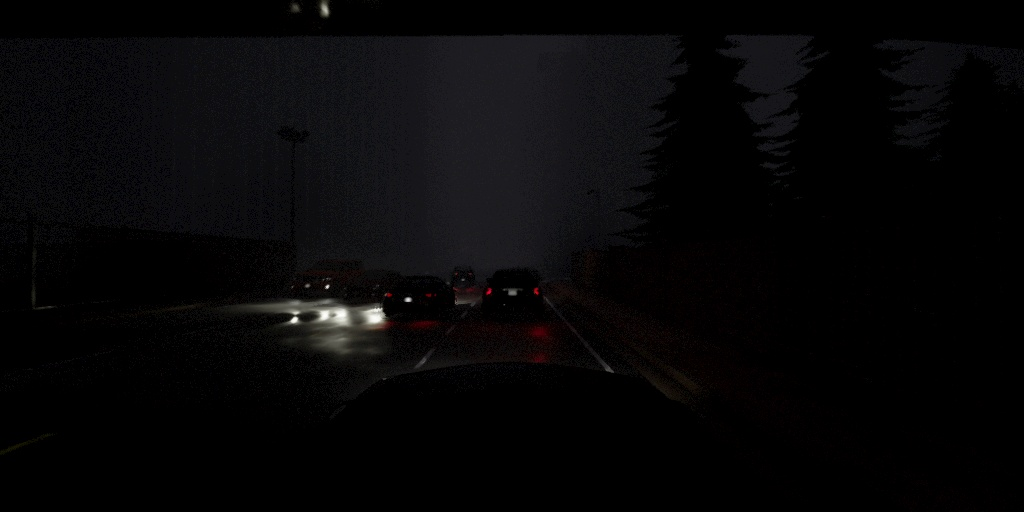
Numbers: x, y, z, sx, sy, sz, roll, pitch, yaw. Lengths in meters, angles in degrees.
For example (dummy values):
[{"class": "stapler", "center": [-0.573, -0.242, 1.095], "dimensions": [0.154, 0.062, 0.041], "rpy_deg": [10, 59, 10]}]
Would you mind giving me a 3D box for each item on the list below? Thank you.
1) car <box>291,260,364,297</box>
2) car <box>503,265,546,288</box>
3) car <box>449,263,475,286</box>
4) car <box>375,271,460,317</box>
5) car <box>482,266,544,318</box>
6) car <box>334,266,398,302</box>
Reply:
[{"class": "car", "center": [-10.528, 1.220, 21.268], "dimensions": [2.150, 2.045, 5.566], "rpy_deg": [0, -1, 0]}, {"class": "car", "center": [1.128, 1.563, 29.035], "dimensions": [2.128, 1.511, 4.902], "rpy_deg": [-1, 0, 18]}, {"class": "car", "center": [-4.060, 1.572, 29.192], "dimensions": [2.128, 1.511, 4.902], "rpy_deg": [0, 0, -10]}, {"class": "car", "center": [-3.459, 1.470, 14.035], "dimensions": [1.994, 1.385, 4.181], "rpy_deg": [0, -1, 1]}, {"class": "car", "center": [0.040, 1.256, 13.889], "dimensions": [2.097, 1.767, 4.553], "rpy_deg": [0, -1, 1]}, {"class": "car", "center": [-7.052, 1.444, 18.870], "dimensions": [1.882, 1.535, 5.008], "rpy_deg": [0, -1, 0]}]
